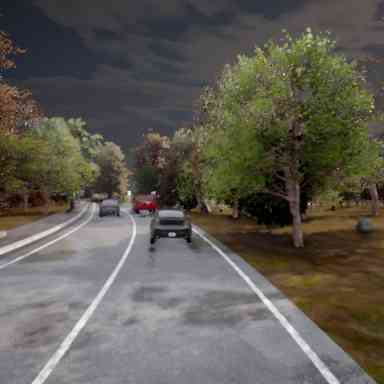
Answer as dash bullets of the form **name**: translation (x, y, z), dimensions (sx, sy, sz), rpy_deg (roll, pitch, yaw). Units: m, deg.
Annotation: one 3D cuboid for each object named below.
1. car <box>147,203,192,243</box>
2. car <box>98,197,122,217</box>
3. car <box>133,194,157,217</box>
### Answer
- **car**: translation (-1.135, 1.528, 16.339), dimensions (1.837, 1.490, 4.892), rpy_deg (1, 0, -7)
- **car**: translation (-7.558, 1.456, 30.682), dimensions (1.837, 1.490, 4.892), rpy_deg (1, -1, -14)
- **car**: translation (-5.186, 1.254, 36.346), dimensions (2.150, 2.045, 5.566), rpy_deg (1, 0, -15)
